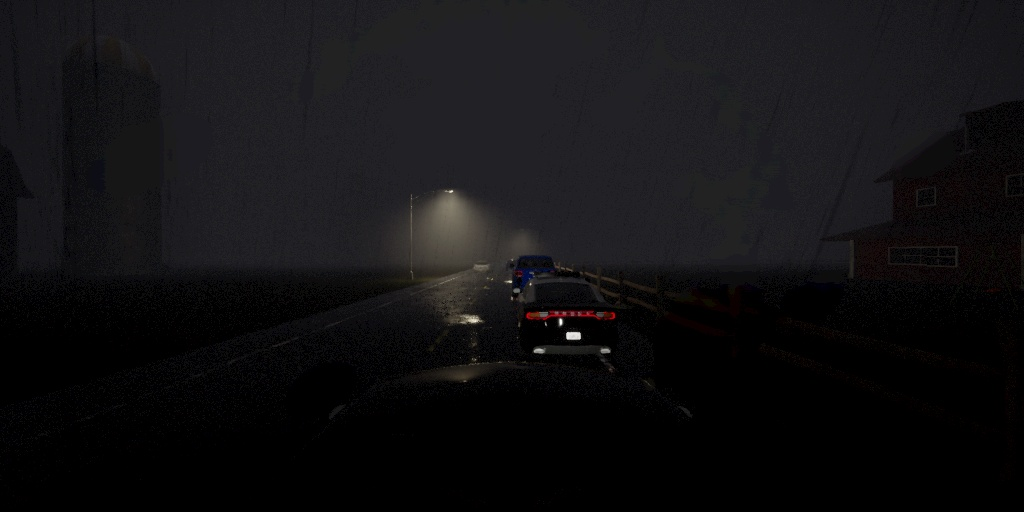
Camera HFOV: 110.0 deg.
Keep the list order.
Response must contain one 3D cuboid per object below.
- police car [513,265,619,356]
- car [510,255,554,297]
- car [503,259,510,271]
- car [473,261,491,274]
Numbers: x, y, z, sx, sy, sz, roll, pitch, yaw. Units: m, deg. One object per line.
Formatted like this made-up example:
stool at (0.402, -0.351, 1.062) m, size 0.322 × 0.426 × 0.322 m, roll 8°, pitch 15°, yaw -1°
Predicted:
police car at (1.067, 1.175, 8.771) m, size 1.930 × 1.638 × 5.238 m, roll 0°, pitch 0°, yaw 0°
car at (1.088, 0.978, 18.693) m, size 2.150 × 2.045 × 5.566 m, roll 0°, pitch 0°, yaw 0°
car at (0.153, 1.271, 50.385) m, size 1.882 × 1.535 × 5.008 m, roll 0°, pitch 0°, yaw 1°
car at (-3.515, 1.305, 42.544) m, size 1.812 × 1.442 × 4.674 m, roll 0°, pitch 0°, yaw 0°
